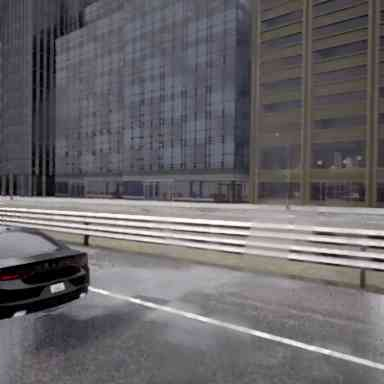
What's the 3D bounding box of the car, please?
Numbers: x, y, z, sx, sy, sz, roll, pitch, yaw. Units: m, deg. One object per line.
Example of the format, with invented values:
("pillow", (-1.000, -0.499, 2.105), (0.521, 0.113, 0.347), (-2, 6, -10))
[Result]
("car", (-4.278, 1.463, 7.036), (5.008, 1.535, 1.882), (0, 0, 35))
